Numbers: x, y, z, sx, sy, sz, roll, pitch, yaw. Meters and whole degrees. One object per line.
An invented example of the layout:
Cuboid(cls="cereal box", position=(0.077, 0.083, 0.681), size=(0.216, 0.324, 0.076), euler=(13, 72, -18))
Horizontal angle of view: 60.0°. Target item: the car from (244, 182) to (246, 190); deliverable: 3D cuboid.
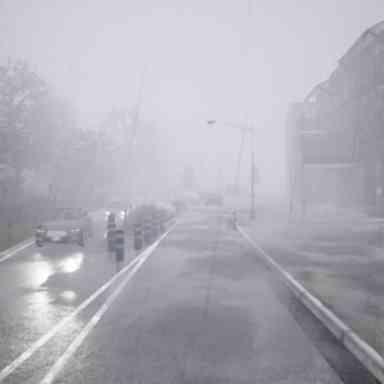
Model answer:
Cuboid(cls="car", position=(10.251, -0.945, 77.467), size=(2.231, 1.521, 4.892), euler=(-3, 2, 25))

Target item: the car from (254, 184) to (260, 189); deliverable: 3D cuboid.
Cuboid(cls="car", position=(15.185, -1.718, 87.513), size=(2.435, 2.045, 5.566), euler=(-3, 2, 28))

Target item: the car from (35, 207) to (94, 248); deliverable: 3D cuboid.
Cuboid(cls="car", position=(-5.523, 1.459, 14.875), size=(2.128, 1.511, 4.902), euler=(0, 1, -10))

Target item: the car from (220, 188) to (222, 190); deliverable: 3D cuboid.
Cuboid(cls="car", position=(4.533, -0.201, 62.499), size=(2.097, 1.535, 5.008), euler=(0, 3, 18))

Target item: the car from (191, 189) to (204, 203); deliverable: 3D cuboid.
Cuboid(cls="car", position=(-0.105, 0.717, 44.861), size=(2.002, 1.452, 4.674), euler=(-1, 2, 12))

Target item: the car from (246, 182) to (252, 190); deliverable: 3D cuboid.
Cuboid(cls="car", position=(12.629, -1.205, 82.521), size=(2.231, 1.521, 4.892), euler=(-3, 2, 26))

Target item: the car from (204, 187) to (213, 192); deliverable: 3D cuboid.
Cuboid(cls="car", position=(1.255, 0.388, 50.935), size=(2.097, 1.535, 5.008), euler=(0, 3, 14))

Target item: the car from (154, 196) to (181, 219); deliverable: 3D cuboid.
Cuboid(cls="car", position=(-2.441, 1.476, 28.377), size=(2.002, 1.452, 4.674), euler=(-2, 2, 4))

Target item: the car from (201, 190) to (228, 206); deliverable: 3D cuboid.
Cuboid(cls="car", position=(2.779, 0.913, 40.123), size=(2.033, 1.411, 5.357), euler=(0, 3, 10))

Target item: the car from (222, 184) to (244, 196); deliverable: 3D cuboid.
Cuboid(cls="car", position=(7.321, -0.336, 58.883), size=(2.150, 2.045, 5.566), euler=(0, 3, 17))

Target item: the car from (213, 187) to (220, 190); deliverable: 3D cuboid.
Cuboid(cls="car", position=(2.680, 0.103, 56.457), size=(2.231, 1.521, 4.892), euler=(0, 3, 17))

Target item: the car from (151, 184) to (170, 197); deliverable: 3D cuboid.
Cuboid(cls="car", position=(-5.361, -0.348, 57.699), size=(2.150, 2.045, 5.566), euler=(0, 2, 12))

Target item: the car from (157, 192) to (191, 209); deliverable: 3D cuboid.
Cuboid(cls="car", position=(-1.896, 1.139, 34.488), size=(2.097, 1.535, 5.008), euler=(1, 3, 10))

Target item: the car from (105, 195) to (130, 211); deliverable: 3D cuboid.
Cuboid(cls="car", position=(-7.461, 1.015, 33.717), size=(1.812, 1.442, 4.674), euler=(0, 2, -1))
